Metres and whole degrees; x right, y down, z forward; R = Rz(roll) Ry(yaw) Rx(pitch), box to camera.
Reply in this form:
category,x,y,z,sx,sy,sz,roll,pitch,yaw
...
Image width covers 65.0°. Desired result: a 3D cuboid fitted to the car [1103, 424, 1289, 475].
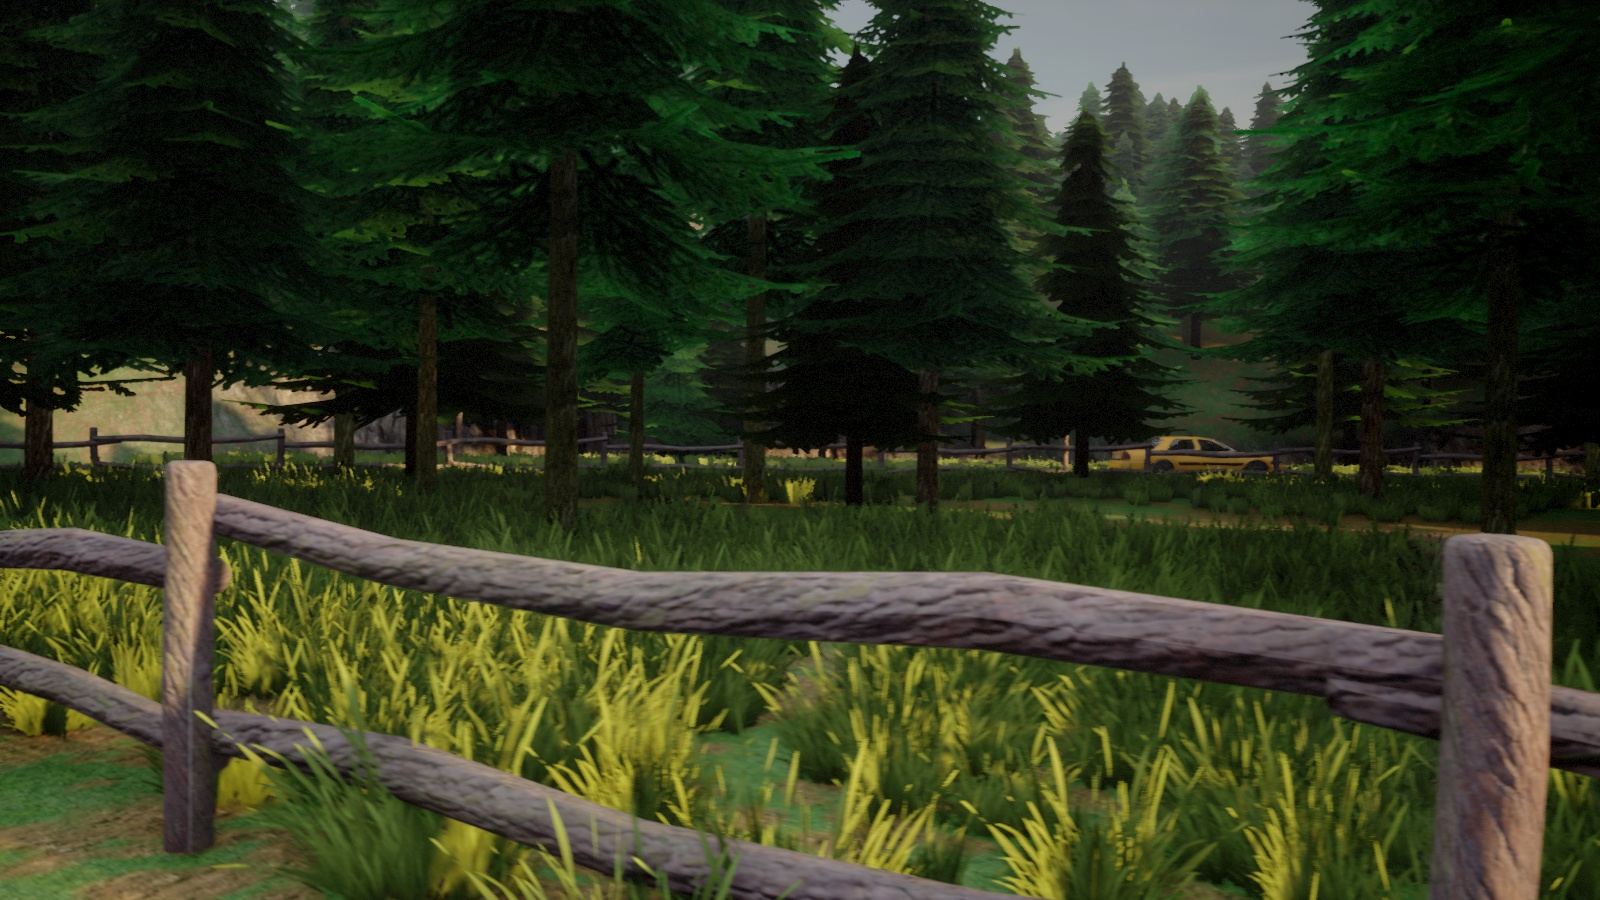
category,x,y,z,sx,sy,sz,roll,pitch,yaw
car,12.576,-0.023,40.057,5.366,1.575,1.801,0,1,1
